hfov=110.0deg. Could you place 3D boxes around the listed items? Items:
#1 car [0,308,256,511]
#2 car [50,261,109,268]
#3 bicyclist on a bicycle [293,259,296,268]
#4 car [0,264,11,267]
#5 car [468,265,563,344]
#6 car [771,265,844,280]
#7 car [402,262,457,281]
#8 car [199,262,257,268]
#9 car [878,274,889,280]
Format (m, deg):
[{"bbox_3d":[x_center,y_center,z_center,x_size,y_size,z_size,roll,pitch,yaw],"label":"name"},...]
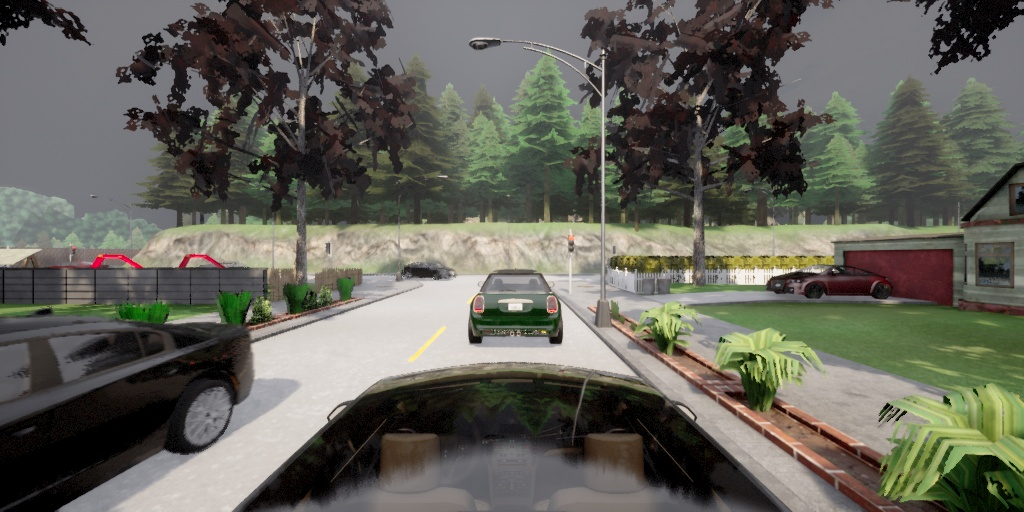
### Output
[{"bbox_3d":[-4.093,1.227,2.293,1.882,1.535,5.008,0,0,1],"label":"car"},{"bbox_3d":[-42.952,1.223,35.422,5.008,1.535,1.882,0,0,1],"label":"car"},{"bbox_3d":[-23.712,1.094,39.535,0.582,1.620,1.656,0,0,1],"label":"bicyclist on a bicycle"},{"bbox_3d":[-46.057,1.224,31.435,5.008,1.535,1.882,0,0,1],"label":"car"},{"bbox_3d":[0.108,1.101,9.749,2.097,1.767,4.553,0,0,1],"label":"car"},{"bbox_3d":[28.592,1.223,34.833,5.008,1.535,1.882,0,0,1],"label":"car"},{"bbox_3d":[-6.803,1.239,29.413,4.902,1.511,2.128,0,-1,28],"label":"car"},{"bbox_3d":[-24.357,1.237,31.144,4.902,1.511,2.128,0,0,1],"label":"car"},{"bbox_3d":[39.059,1.097,34.713,4.553,1.767,2.097,0,0,1],"label":"car"}]
